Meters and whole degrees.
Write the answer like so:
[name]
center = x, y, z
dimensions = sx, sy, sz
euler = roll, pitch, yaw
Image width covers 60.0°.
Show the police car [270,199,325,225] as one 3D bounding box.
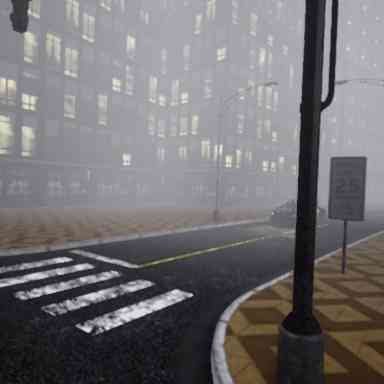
[police car]
center = 6.694, 1.296, 21.122
dimensions = 2.038, 1.542, 4.974
euler = 3, 2, 41
